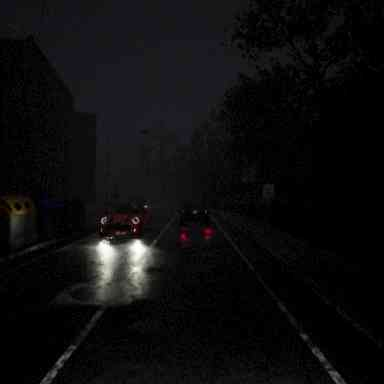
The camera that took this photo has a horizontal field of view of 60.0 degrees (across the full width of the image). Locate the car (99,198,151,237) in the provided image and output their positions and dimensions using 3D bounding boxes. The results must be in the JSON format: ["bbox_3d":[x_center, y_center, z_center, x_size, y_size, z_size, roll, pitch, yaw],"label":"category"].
[{"bbox_3d":[-3.539,1.400,18.191,2.097,1.767,4.553,0,0,0],"label":"car"}]

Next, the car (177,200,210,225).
[{"bbox_3d":[0.208,1.423,24.991,2.097,1.767,4.553,0,0,0],"label":"car"}]

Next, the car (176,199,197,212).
[{"bbox_3d":[-0.790,1.687,42.739,2.033,1.411,5.357,1,0,-9],"label":"car"}]

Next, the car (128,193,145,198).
[{"bbox_3d":[-9.801,1.186,59.116,2.150,2.045,5.566,3,-1,-26],"label":"car"}]
